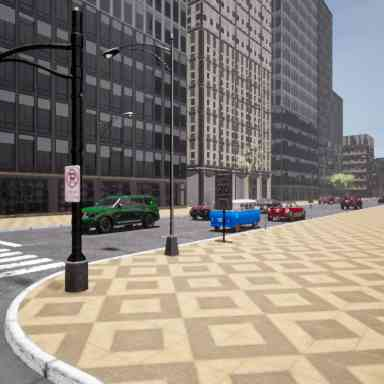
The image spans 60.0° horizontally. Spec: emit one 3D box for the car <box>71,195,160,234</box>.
[{"bbox_3d":[-4.380,1.238,20.019,2.150,2.045,5.566,0,0,39],"label":"car"}]

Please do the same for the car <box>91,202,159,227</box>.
[{"bbox_3d":[-4.657,1.540,23.941,1.752,1.417,4.829,0,0,38],"label":"car"}]

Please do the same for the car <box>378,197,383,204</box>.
[{"bbox_3d":[38.347,1.658,66.425,1.947,1.339,4.313,0,0,38],"label":"car"}]

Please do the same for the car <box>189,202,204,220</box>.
[{"bbox_3d":[1.837,1.624,28.086,1.895,1.301,4.718,0,0,38],"label":"car"}]

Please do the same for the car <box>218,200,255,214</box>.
[{"bbox_3d":[4.876,1.570,36.049,1.887,1.381,4.507,0,0,38],"label":"car"}]

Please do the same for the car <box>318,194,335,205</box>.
[{"bbox_3d":[25.306,1.380,62.450,2.192,1.841,5.009,0,0,38],"label":"car"}]

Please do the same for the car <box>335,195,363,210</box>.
[{"bbox_3d":[21.322,1.368,44.426,2.192,1.841,5.009,0,0,38],"label":"car"}]

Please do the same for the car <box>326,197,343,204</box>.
[{"bbox_3d":[28.711,1.624,66.849,2.008,1.369,4.403,0,0,38],"label":"car"}]

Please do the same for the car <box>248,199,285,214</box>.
[{"bbox_3d":[8.224,1.523,36.322,2.128,1.511,4.902,0,0,38],"label":"car"}]

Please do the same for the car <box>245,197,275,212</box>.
[{"bbox_3d":[8.281,1.471,40.449,1.967,1.590,4.097,0,0,38],"label":"car"}]

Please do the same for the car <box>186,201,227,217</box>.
[{"bbox_3d":[1.471,1.603,31.648,1.802,1.307,4.206,0,0,38],"label":"car"}]

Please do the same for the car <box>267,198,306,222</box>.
[{"bbox_3d":[7.703,1.472,26.825,1.967,1.590,4.097,0,0,38],"label":"car"}]

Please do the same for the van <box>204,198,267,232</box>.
[{"bbox_3d":[2.723,1.368,20.209,1.690,1.788,3.998,0,0,38],"label":"van"}]
